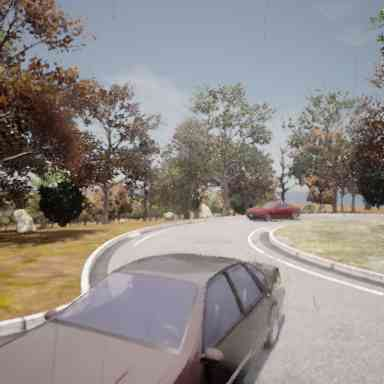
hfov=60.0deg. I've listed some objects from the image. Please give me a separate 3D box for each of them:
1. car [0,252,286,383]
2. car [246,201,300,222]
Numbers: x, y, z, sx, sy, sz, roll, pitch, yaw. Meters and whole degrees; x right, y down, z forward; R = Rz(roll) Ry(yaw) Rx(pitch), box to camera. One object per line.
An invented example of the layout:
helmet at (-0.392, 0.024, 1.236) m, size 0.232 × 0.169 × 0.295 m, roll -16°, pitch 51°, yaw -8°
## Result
car at (-0.205, 1.550, 4.028) m, size 2.033 × 1.411 × 5.357 m, roll 1°, pitch 0°, yaw 27°
car at (6.549, 1.536, 26.730) m, size 5.008 × 1.535 × 1.882 m, roll 0°, pitch -1°, yaw -34°
